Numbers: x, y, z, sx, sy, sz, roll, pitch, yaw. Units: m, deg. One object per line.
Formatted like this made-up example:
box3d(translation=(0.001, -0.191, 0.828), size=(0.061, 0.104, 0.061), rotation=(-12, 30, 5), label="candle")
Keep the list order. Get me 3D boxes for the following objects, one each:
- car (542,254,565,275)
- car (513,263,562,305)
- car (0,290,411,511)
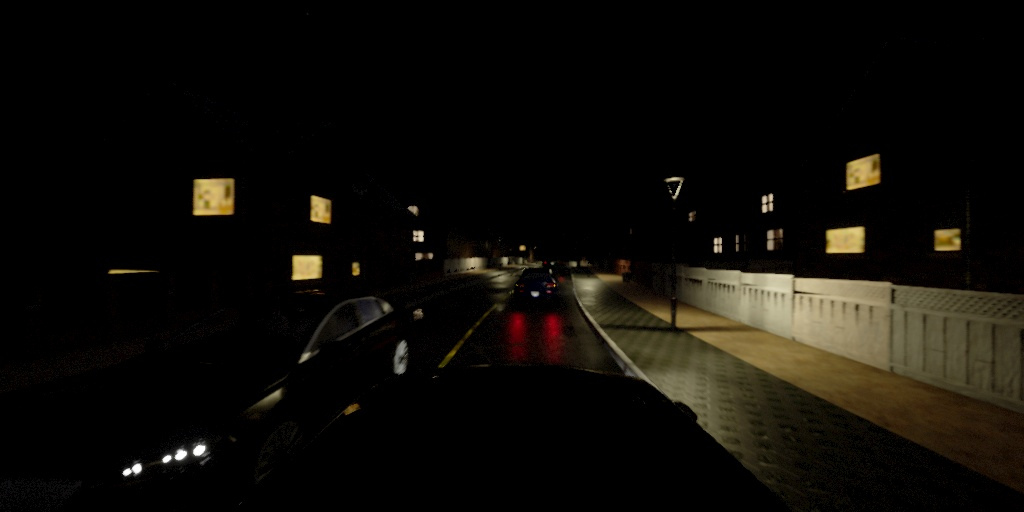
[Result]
box3d(translation=(4.243, 0.807, 36.781), size=(2.150, 2.045, 5.566), rotation=(0, 0, 9), label="car")
box3d(translation=(1.139, 1.239, 15.797), size=(1.812, 1.442, 4.674), rotation=(0, 0, 7), label="car")
box3d(translation=(-2.692, 1.228, 4.353), size=(2.128, 1.511, 4.902), rotation=(0, 0, 2), label="car")
